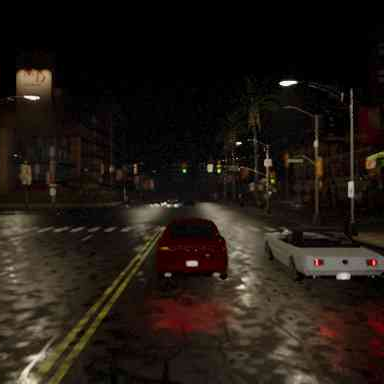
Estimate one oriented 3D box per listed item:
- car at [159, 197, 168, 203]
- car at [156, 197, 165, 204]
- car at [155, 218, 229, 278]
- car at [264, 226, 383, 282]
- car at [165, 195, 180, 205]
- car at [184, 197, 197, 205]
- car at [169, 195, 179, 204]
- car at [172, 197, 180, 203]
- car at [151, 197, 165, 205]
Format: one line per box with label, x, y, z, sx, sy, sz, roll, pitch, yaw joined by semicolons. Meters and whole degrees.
car;-7.784;2.133;90.736;2.128;1.511;4.902;0;0;0
car;-7.694;2.065;80.621;1.812;1.442;4.674;0;0;0
car;-0.005;1.548;10.364;1.882;1.535;5.008;0;0;0
car;3.499;1.667;9.900;1.895;1.301;4.718;0;0;0
car;-4.109;1.830;70.862;2.097;1.767;4.553;0;0;0
car;-0.498;2.018;67.792;1.994;1.385;4.181;0;0;0
car;-4.190;1.763;80.203;2.150;2.045;5.566;0;0;0
car;-4.282;2.147;90.662;2.033;1.411;5.357;0;0;0
car;-7.611;2.017;71.126;2.033;1.411;5.357;0;0;0
